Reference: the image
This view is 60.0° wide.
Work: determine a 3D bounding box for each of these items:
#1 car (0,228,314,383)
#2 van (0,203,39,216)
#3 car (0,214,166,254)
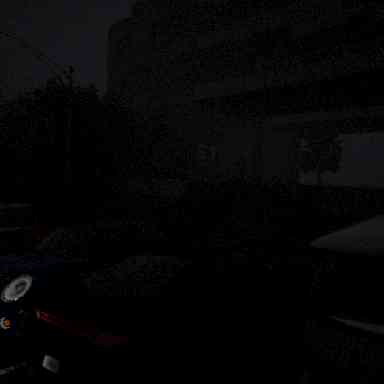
[{"bbox_3d":[0.075,1.504,5.222,2.097,1.535,5.008,-1,0,36],"label":"car"},{"bbox_3d":[-6.575,1.346,10.118,1.878,1.987,4.442,-1,0,36],"label":"van"},{"bbox_3d":[-2.078,1.400,6.802,2.185,1.767,4.553,-1,0,36],"label":"car"}]
